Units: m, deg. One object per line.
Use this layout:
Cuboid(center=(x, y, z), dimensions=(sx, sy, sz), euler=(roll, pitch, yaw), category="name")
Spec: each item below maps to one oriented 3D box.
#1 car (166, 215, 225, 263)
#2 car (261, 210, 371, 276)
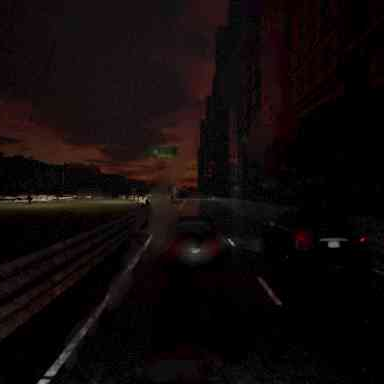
Cuboid(center=(0.099, 1.525, 11.777), dimensions=(1.812, 1.442, 4.674), euler=(0, 0, 0), category="car")
Cuboid(center=(3.595, 1.352, 10.544), dimensions=(2.097, 1.767, 4.553), euler=(0, 0, 0), category="car")
